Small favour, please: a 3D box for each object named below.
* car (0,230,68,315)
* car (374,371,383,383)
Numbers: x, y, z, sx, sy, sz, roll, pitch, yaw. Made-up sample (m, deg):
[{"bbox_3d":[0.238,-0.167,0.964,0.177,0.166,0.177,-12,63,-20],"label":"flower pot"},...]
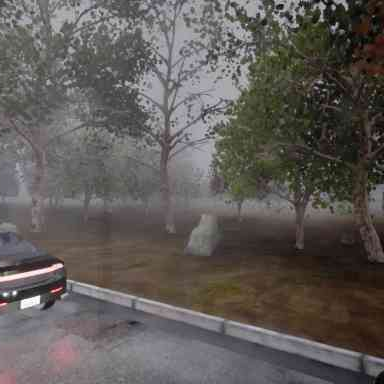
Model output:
[{"bbox_3d":[-4.481,1.501,6.577,4.902,1.511,2.128,0,0,36],"label":"car"},{"bbox_3d":[3.250,1.490,1.059,4.902,1.511,2.128,0,0,36],"label":"car"}]
